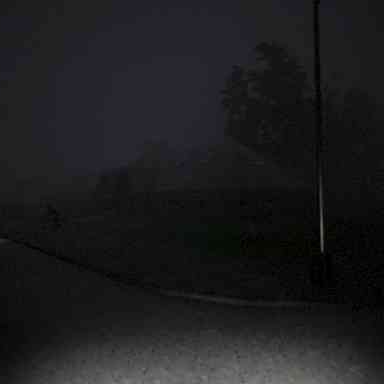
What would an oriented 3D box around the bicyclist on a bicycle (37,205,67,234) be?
[{"bbox_3d":[-7.877,1.526,18.756,1.656,1.620,0.582,-2,0,-41],"label":"bicyclist on a bicycle"}]
